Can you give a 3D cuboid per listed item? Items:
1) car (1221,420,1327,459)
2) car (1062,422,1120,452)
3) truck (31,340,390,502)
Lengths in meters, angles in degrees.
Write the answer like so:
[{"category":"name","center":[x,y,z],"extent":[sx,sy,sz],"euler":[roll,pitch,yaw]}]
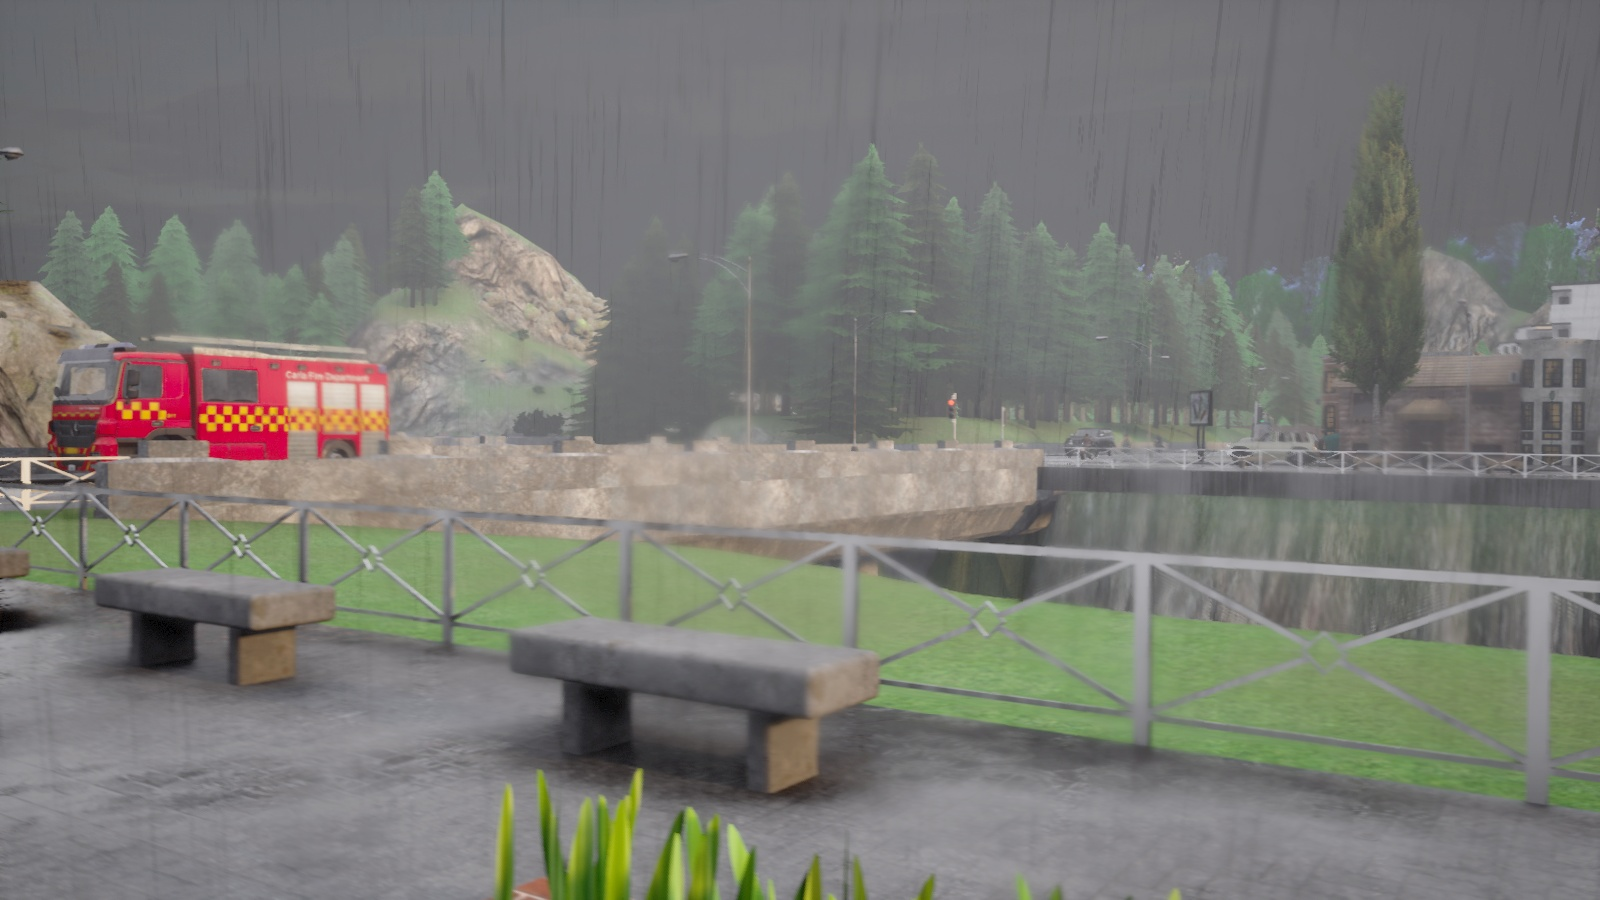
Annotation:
[{"category":"car","center":[23.599,-0.519,62.542],"extent":[4.605,1.855,1.932],"euler":[0,1,34]},{"category":"car","center":[20.522,-0.941,88.347],"extent":[2.150,2.045,5.566],"euler":[0,1,33]},{"category":"truck","center":[-15.581,-0.756,34.017],"extent":[2.891,3.827,8.468],"euler":[0,1,34]}]
